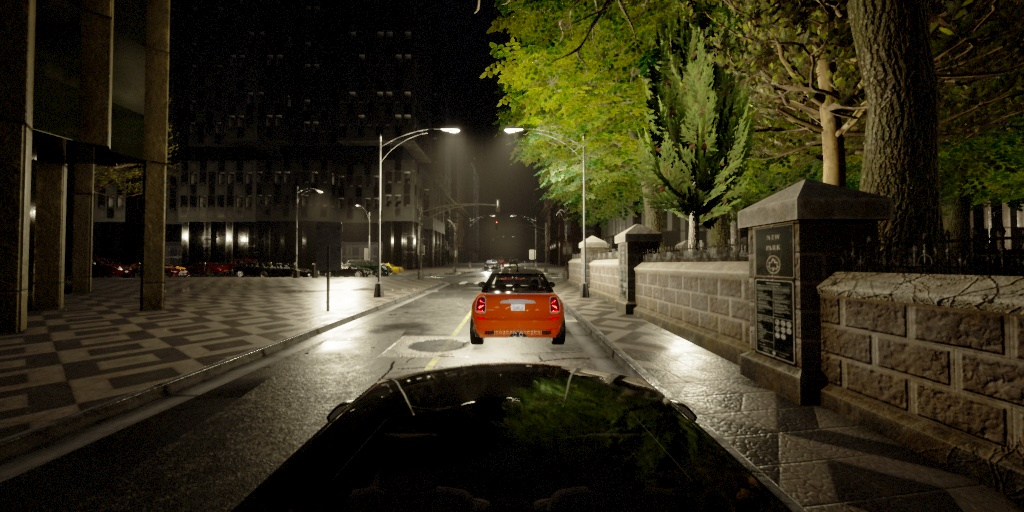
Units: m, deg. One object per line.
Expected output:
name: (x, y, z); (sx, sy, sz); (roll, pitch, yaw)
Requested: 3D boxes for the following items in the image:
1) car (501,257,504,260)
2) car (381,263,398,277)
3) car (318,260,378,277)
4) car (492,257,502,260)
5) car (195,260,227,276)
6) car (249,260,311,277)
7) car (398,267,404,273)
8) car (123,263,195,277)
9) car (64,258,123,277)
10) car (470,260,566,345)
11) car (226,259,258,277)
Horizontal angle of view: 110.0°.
car: (-2.813, 1.369, 61.127); (1.837, 1.490, 4.892); (0, 0, 1)
car: (-13.739, 1.125, 34.138); (4.553, 1.767, 2.097); (0, -1, 0)
car: (-14.508, 1.267, 31.466); (4.403, 1.370, 2.007); (0, 0, 1)
car: (-2.876, 1.325, 50.753); (2.128, 1.511, 4.902); (0, 0, 0)
car: (-32.276, 1.392, 37.521); (4.674, 1.442, 1.812); (0, -1, 1)
car: (-20.021, 1.289, 31.521); (4.313, 1.339, 1.948); (0, 0, 1)
car: (-14.602, 1.425, 39.990); (4.829, 1.417, 1.751); (0, 0, 1)
car: (-31.046, 1.320, 31.631); (4.207, 1.307, 1.802); (0, 0, 1)
car: (-36.559, 1.061, 31.686); (5.009, 1.841, 2.192); (0, 0, 1)
car: (0.129, 1.107, 9.689); (2.097, 1.767, 4.553); (0, 0, 0)
car: (-23.884, 1.291, 34.238); (4.892, 1.490, 1.837); (0, -1, 0)
